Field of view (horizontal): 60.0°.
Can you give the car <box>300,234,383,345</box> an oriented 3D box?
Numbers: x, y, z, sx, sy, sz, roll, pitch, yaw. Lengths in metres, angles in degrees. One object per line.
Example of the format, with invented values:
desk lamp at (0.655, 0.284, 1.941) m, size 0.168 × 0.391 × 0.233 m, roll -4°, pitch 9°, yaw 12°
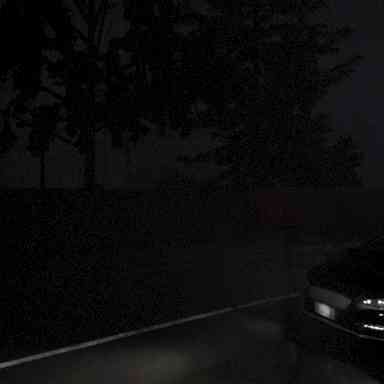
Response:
car at (4.161, 1.484, 5.978) m, size 4.902 × 1.511 × 2.128 m, roll 0°, pitch 0°, yaw -26°
